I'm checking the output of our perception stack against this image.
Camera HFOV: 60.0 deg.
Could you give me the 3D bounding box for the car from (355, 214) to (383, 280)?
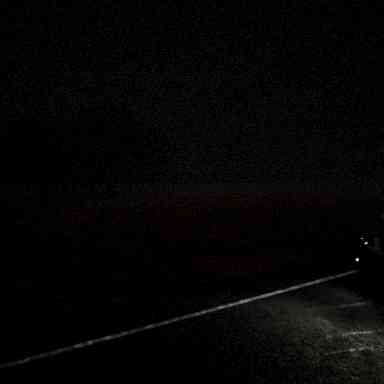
[{"bbox_3d":[6.555,1.175,8.662,5.566,2.045,2.150,0,0,-35],"label":"car"}]
